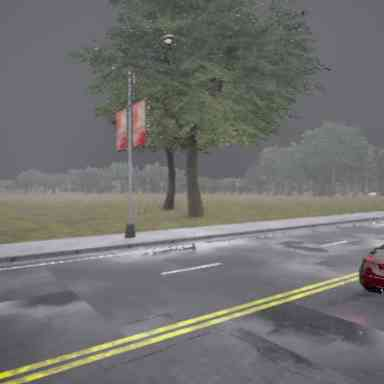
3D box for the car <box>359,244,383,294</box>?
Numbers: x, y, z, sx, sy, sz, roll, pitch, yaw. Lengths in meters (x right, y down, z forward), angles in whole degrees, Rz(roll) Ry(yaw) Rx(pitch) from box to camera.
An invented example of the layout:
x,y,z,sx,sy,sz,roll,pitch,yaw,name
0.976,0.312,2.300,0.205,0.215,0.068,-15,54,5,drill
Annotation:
x,y,z,sx,sy,sz,roll,pitch,yaw,name
5.609,1.489,7.443,4.181,1.385,1.994,-1,0,-36,car
